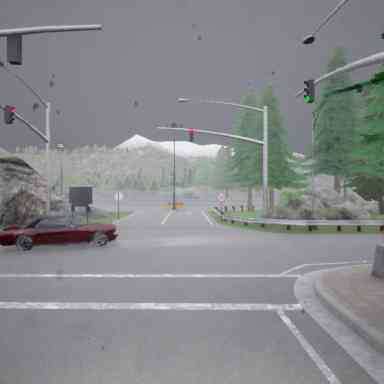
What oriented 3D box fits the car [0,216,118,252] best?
[{"bbox_3d":[-5.632,1.712,14.432,4.718,1.301,1.895,0,0,-17],"label":"car"}]
